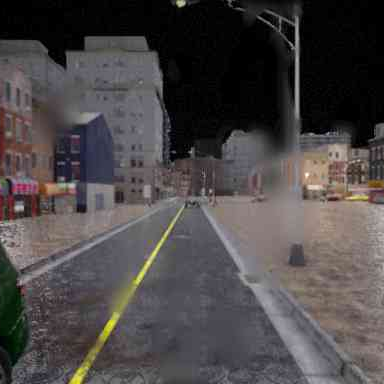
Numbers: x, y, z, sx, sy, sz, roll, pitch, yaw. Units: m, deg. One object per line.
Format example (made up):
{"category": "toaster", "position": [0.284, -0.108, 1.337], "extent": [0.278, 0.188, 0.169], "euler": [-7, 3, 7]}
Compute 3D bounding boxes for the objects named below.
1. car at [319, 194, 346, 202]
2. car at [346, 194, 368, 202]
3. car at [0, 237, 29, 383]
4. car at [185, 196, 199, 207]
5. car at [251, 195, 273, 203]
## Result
{"category": "car", "position": [26.508, 1.130, 63.693], "extent": [4.097, 1.590, 1.967], "euler": [-1, 1, 0]}
{"category": "car", "position": [31.718, 1.159, 63.708], "extent": [4.829, 1.417, 1.752], "euler": [-1, 1, 0]}
{"category": "car", "position": [-2.832, 1.223, 1.326], "extent": [2.150, 2.045, 5.566], "euler": [0, 0, 0]}
{"category": "car", "position": [-0.004, 1.358, 50.521], "extent": [2.097, 1.767, 4.553], "euler": [0, 0, -1]}
{"category": "car", "position": [13.279, 1.278, 63.659], "extent": [4.097, 1.590, 1.967], "euler": [-1, 1, 0]}
